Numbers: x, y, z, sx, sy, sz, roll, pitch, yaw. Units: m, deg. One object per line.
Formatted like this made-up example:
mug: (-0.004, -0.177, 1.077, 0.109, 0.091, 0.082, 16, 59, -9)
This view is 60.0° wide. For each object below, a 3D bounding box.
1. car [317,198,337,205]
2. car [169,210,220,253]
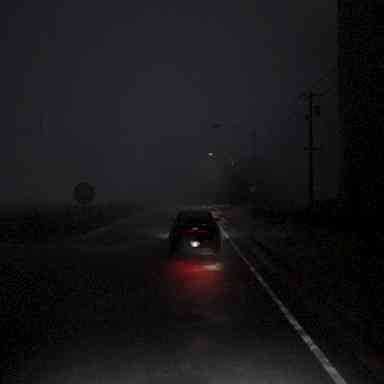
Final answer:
car: (16.927, 1.436, 38.125, 5.008, 1.535, 1.882, 0, 0, 0)
car: (0.109, 1.490, 13.585, 1.837, 1.490, 4.892, 0, 0, 0)
